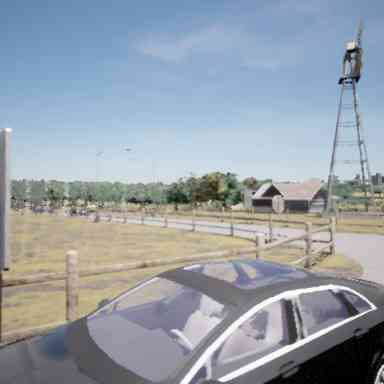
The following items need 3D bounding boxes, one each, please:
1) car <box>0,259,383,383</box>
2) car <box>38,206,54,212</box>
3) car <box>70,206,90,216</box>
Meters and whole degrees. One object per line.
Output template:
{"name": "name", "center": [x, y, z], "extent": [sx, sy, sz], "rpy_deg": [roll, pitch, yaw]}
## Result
{"name": "car", "center": [0.223, 1.503, 3.106], "extent": [4.902, 1.511, 2.128], "rpy_deg": [0, 0, -35]}
{"name": "car", "center": [-35.308, 4.261, 81.139], "extent": [2.097, 1.767, 4.553], "rpy_deg": [1, -3, -35]}
{"name": "car", "center": [-17.218, 2.872, 50.938], "extent": [2.128, 1.511, 4.902], "rpy_deg": [1, -2, -35]}
